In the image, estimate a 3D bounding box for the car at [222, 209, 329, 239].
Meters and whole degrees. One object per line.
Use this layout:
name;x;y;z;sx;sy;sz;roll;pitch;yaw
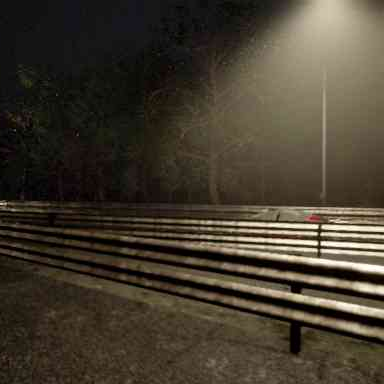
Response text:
car;3.781;1.529;15.428;4.792;1.488;2.163;0;0;21
